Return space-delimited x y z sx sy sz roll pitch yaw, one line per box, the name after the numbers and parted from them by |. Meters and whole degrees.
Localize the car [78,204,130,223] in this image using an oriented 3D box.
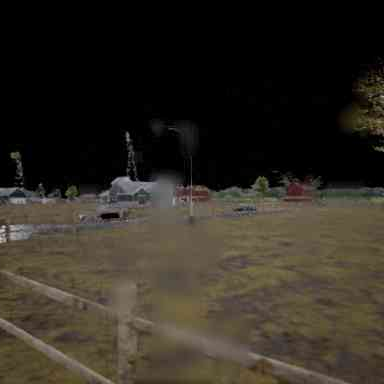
-7.691 1.851 29.238 2.128 1.511 4.902 -2 -2 36 | car

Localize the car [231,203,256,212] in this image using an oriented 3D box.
7.927 2.364 50.966 2.033 1.411 5.357 -2 -2 36 | car
